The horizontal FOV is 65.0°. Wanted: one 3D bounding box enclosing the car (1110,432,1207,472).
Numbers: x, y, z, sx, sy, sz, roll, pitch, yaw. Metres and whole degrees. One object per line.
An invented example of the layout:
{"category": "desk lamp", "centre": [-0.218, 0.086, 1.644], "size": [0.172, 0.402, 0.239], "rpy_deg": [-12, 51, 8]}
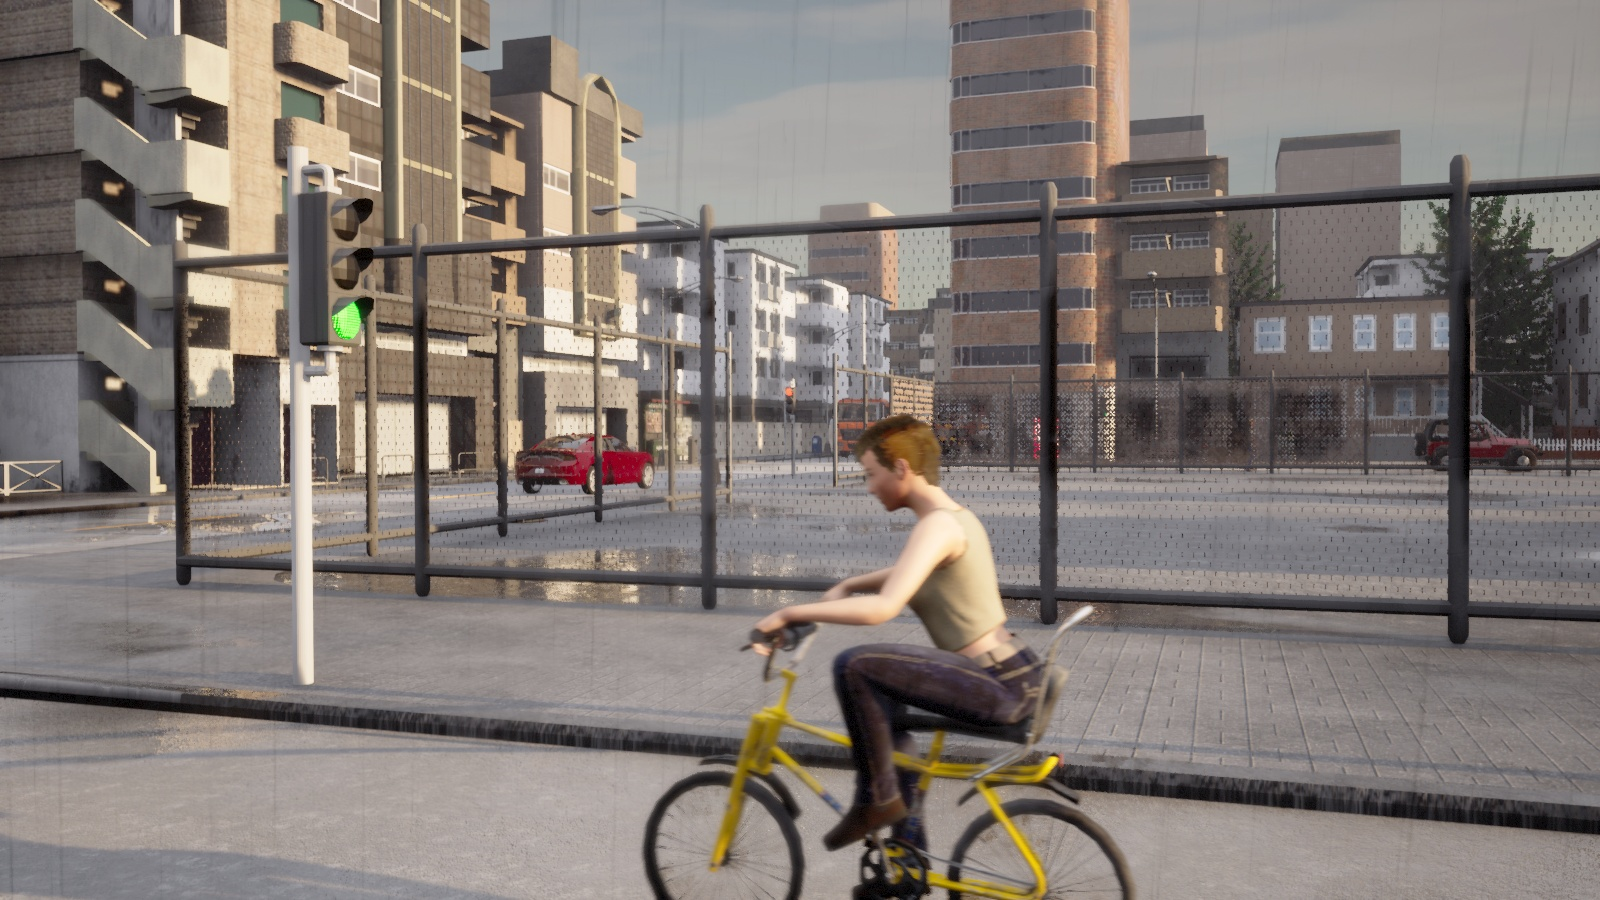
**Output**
{"category": "car", "centre": [14.534, 0.046, 50.863], "size": [3.705, 1.549, 1.789], "rpy_deg": [1, 1, 19]}

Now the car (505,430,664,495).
{"category": "car", "centre": [-5.473, 0.264, 32.603], "size": [1.882, 1.535, 5.008], "rpy_deg": [1, 1, 19]}

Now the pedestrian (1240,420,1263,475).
{"category": "pedestrian", "centre": [15.146, -0.081, 42.101], "size": [0.706, 1.836, 0.354], "rpy_deg": [1, 1, 18]}

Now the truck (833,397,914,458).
{"category": "truck", "centre": [4.478, -1.333, 74.755], "size": [2.891, 3.462, 7.936], "rpy_deg": [1, 1, 18]}

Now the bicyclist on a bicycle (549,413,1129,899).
{"category": "bicyclist on a bicycle", "centre": [0.152, 0.705, 3.684], "size": [1.509, 1.612, 0.866], "rpy_deg": [0, 1, 18]}

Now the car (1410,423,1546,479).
{"category": "car", "centre": [23.479, 0.011, 43.646], "size": [3.866, 1.878, 1.905], "rpy_deg": [1, 1, 19]}
